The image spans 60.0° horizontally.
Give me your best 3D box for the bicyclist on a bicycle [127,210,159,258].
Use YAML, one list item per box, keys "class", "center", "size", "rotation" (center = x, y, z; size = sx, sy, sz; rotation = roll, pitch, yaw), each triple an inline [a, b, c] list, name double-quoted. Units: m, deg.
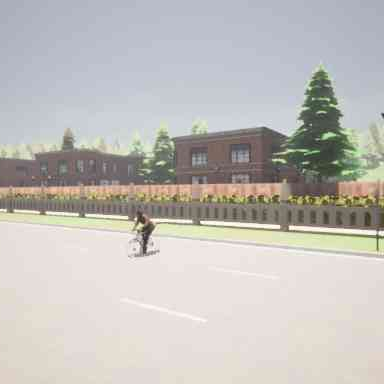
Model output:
- class: "bicyclist on a bicycle"
  center: [-1.715, 1.453, 11.714]
  size: [0.582, 1.620, 1.656]
  rotation: [0, 2, 34]
